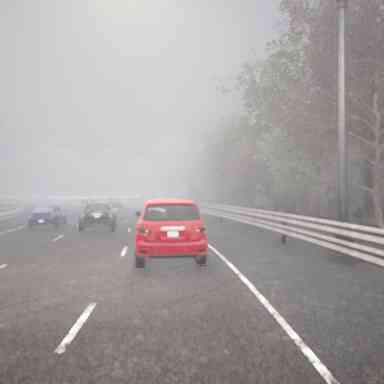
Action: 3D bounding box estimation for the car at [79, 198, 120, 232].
[{"bbox_3d":[-5.852,1.424,21.144,2.097,1.767,4.553,0,0,-11],"label":"car"}]

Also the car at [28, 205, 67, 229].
[{"bbox_3d":[-9.672,1.613,22.457,1.812,1.442,4.674,0,0,-12],"label":"car"}]

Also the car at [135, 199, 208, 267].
[{"bbox_3d":[-0.826,1.254,11.766,2.150,2.045,5.566,0,0,-7],"label":"car"}]

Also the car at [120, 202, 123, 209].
[{"bbox_3d":[-11.604,1.760,48.676,1.895,1.301,4.718,0,0,-26],"label":"car"}]

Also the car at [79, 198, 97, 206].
[{"bbox_3d":[-19.713,1.820,62.706,1.895,1.301,4.718,0,0,-34],"label":"car"}]

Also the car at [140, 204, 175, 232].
[{"bbox_3d":[-2.338,1.587,21.514,1.812,1.442,4.674,0,0,-11],"label":"car"}]
